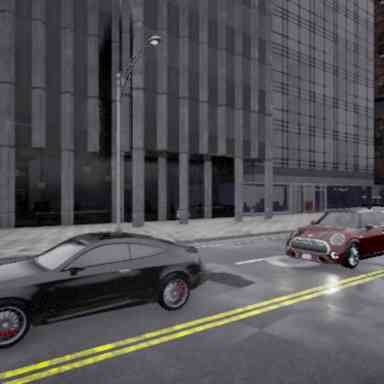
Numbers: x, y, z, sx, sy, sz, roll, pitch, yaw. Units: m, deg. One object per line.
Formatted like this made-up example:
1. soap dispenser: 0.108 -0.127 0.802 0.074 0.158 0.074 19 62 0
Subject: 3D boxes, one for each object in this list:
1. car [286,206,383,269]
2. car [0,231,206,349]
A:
1. car: 5.333 1.394 11.470 4.553 1.767 2.097 0 0 -35
2. car: -1.870 1.532 6.351 4.674 1.442 1.812 0 0 -34
